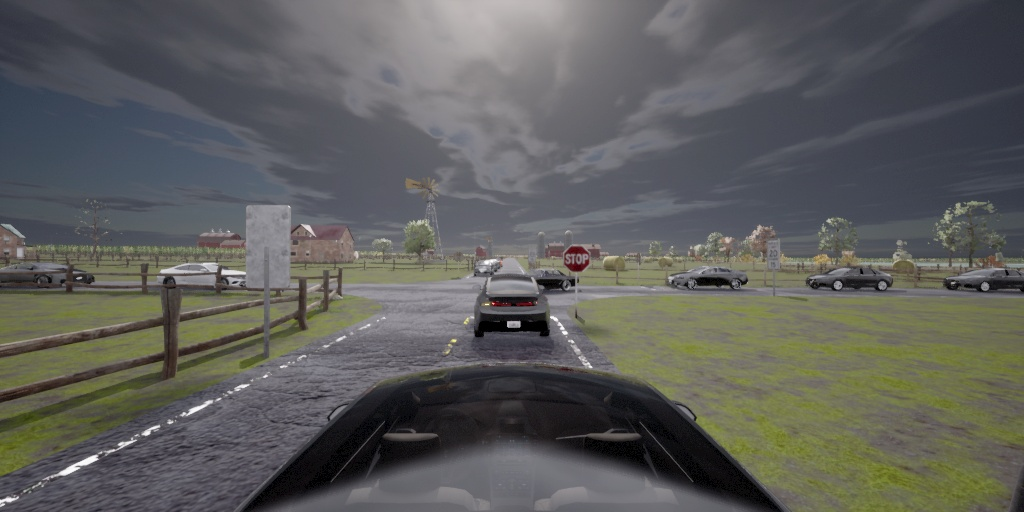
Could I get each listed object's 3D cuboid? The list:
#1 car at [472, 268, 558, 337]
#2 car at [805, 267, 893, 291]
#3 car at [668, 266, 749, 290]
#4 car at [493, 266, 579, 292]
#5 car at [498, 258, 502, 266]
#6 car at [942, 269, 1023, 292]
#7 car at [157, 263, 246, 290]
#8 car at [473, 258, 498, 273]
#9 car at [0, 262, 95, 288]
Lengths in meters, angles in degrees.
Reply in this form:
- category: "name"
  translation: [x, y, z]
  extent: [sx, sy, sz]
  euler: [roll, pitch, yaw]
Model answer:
- category: "car"
  translation: [-0.069, 1.256, 10.297]
  extent: [1.837, 1.490, 4.892]
  euler: [0, 0, -3]
- category: "car"
  translation: [22.212, 1.500, 23.730]
  extent: [4.892, 1.490, 1.837]
  euler: [1, -1, -1]
- category: "car"
  translation: [12.810, 1.397, 23.565]
  extent: [4.902, 1.511, 2.128]
  euler: [1, -1, -2]
- category: "car"
  translation: [1.510, 1.369, 20.342]
  extent: [4.718, 1.301, 1.895]
  euler: [1, 0, -35]
- category: "car"
  translation: [-2.827, 1.242, 46.431]
  extent: [2.128, 1.511, 4.902]
  euler: [0, 0, 0]
- category: "car"
  translation: [31.715, 1.587, 23.846]
  extent: [4.892, 1.490, 1.837]
  euler: [1, -1, -1]
- category: "car"
  translation: [-17.233, 1.104, 20.263]
  extent: [4.674, 1.442, 1.812]
  euler: [1, -1, -1]
- category: "car"
  translation: [-2.839, 1.243, 36.985]
  extent: [2.128, 1.511, 4.902]
  euler: [0, 0, 0]
- category: "car"
  translation: [-26.353, 1.048, 20.146]
  extent: [4.181, 1.385, 1.994]
  euler: [1, -1, -1]
